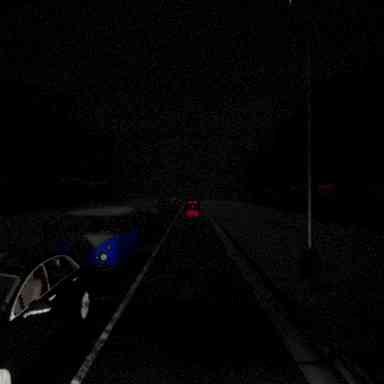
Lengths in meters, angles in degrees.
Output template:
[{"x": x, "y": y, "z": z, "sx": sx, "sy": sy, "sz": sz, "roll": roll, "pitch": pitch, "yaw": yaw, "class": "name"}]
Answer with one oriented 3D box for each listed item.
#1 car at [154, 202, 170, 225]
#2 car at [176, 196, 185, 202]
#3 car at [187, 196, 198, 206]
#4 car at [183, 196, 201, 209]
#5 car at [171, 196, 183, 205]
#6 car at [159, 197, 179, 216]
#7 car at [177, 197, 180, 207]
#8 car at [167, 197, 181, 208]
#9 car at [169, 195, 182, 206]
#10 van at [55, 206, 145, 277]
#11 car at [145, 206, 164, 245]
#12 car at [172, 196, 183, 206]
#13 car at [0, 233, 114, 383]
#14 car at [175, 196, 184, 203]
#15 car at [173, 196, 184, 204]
[{"x": -2.623, "y": 1.564, "z": 21.084, "sx": 1.802, "sy": 1.307, "sz": 4.206, "roll": 1, "pitch": 0, "yaw": 0, "class": "car"}, {"x": -2.624, "y": 1.548, "z": 76.482, "sx": 2.008, "sy": 1.369, "sz": 4.403, "roll": 1, "pitch": 0, "yaw": 0, "class": "car"}, {"x": 0.098, "y": 1.444, "z": 54.907, "sx": 1.837, "sy": 1.490, "sz": 4.892, "roll": 0, "pitch": 0, "yaw": 1, "class": "car"}, {"x": 0.103, "y": 1.435, "z": 42.906, "sx": 1.837, "sy": 1.490, "sz": 4.892, "roll": 0, "pitch": 0, "yaw": 0, "class": "car"}, {"x": -2.625, "y": 1.501, "z": 59.859, "sx": 2.008, "sy": 1.369, "sz": 4.403, "roll": 1, "pitch": 0, "yaw": 0, "class": "car"}, {"x": -2.623, "y": 1.511, "z": 32.162, "sx": 1.947, "sy": 1.339, "sz": 4.313, "roll": 1, "pitch": 0, "yaw": 0, "class": "car"}, {"x": -2.624, "y": 1.516, "z": 37.702, "sx": 1.802, "sy": 1.307, "sz": 4.206, "roll": 1, "pitch": 0, "yaw": 0, "class": "car"}, {"x": -2.624, "y": 1.456, "z": 48.610, "sx": 1.752, "sy": 1.417, "sz": 4.829, "roll": 1, "pitch": 0, "yaw": 0, "class": "car"}, {"x": -2.623, "y": 1.378, "z": 54.320, "sx": 1.967, "sy": 1.590, "sz": 4.097, "roll": 1, "pitch": 0, "yaw": 0, "class": "car"}, {"x": -2.625, "y": 1.355, "z": 9.999, "sx": 1.690, "sy": 1.788, "sz": 3.998, "roll": 1, "pitch": 0, "yaw": 0, "class": "van"}, {"x": -2.626, "y": 1.569, "z": 15.544, "sx": 1.947, "sy": 1.339, "sz": 4.313, "roll": 1, "pitch": 0, "yaw": 0, "class": "car"}, {"x": -2.623, "y": 1.370, "z": 43.241, "sx": 1.967, "sy": 1.590, "sz": 4.097, "roll": 1, "pitch": 0, "yaw": 0, "class": "car"}, {"x": -2.630, "y": 1.562, "z": 4.454, "sx": 2.008, "sy": 1.369, "sz": 4.403, "roll": 1, "pitch": 0, "yaw": 0, "class": "car"}, {"x": -2.624, "y": 1.526, "z": 70.940, "sx": 1.887, "sy": 1.381, "sz": 4.507, "roll": 1, "pitch": 0, "yaw": 0, "class": "car"}, {"x": -2.625, "y": 1.532, "z": 65.400, "sx": 1.947, "sy": 1.339, "sz": 4.313, "roll": 1, "pitch": 0, "yaw": 0, "class": "car"}]
